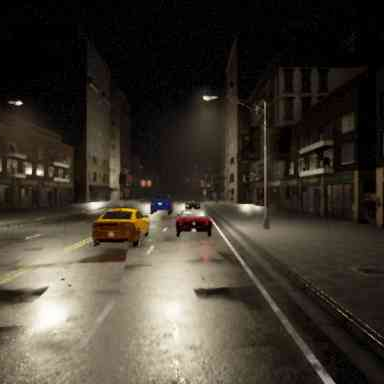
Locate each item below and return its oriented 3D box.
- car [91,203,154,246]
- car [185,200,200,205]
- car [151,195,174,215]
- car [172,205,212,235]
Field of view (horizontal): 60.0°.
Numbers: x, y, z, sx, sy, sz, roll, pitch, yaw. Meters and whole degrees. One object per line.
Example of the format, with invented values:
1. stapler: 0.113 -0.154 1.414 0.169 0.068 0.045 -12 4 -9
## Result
1. car: -3.155 1.507 15.472 1.882 1.535 5.008 0 0 0
2. car: 0.085 1.677 41.066 1.895 1.301 4.718 0 0 0
3. car: -3.175 1.288 35.502 2.150 2.045 5.566 0 0 0
4. car: 0.093 1.636 18.885 1.895 1.301 4.718 0 0 0
